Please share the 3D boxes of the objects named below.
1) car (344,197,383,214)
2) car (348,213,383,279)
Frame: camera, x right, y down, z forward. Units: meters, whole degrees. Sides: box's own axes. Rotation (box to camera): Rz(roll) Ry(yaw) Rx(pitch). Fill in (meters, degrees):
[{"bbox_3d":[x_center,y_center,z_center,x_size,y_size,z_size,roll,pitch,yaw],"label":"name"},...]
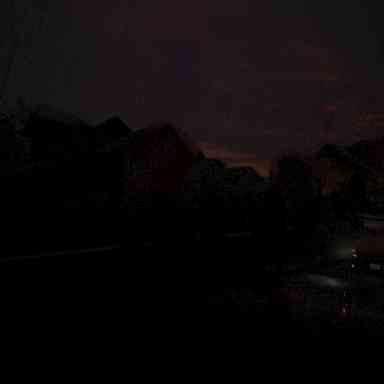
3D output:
[{"bbox_3d":[14.848,1.174,28.425,1.845,1.501,3.633,0,0,-39],"label":"car"},{"bbox_3d":[6.349,1.480,9.285,5.008,1.535,1.882,0,0,-35],"label":"car"}]
